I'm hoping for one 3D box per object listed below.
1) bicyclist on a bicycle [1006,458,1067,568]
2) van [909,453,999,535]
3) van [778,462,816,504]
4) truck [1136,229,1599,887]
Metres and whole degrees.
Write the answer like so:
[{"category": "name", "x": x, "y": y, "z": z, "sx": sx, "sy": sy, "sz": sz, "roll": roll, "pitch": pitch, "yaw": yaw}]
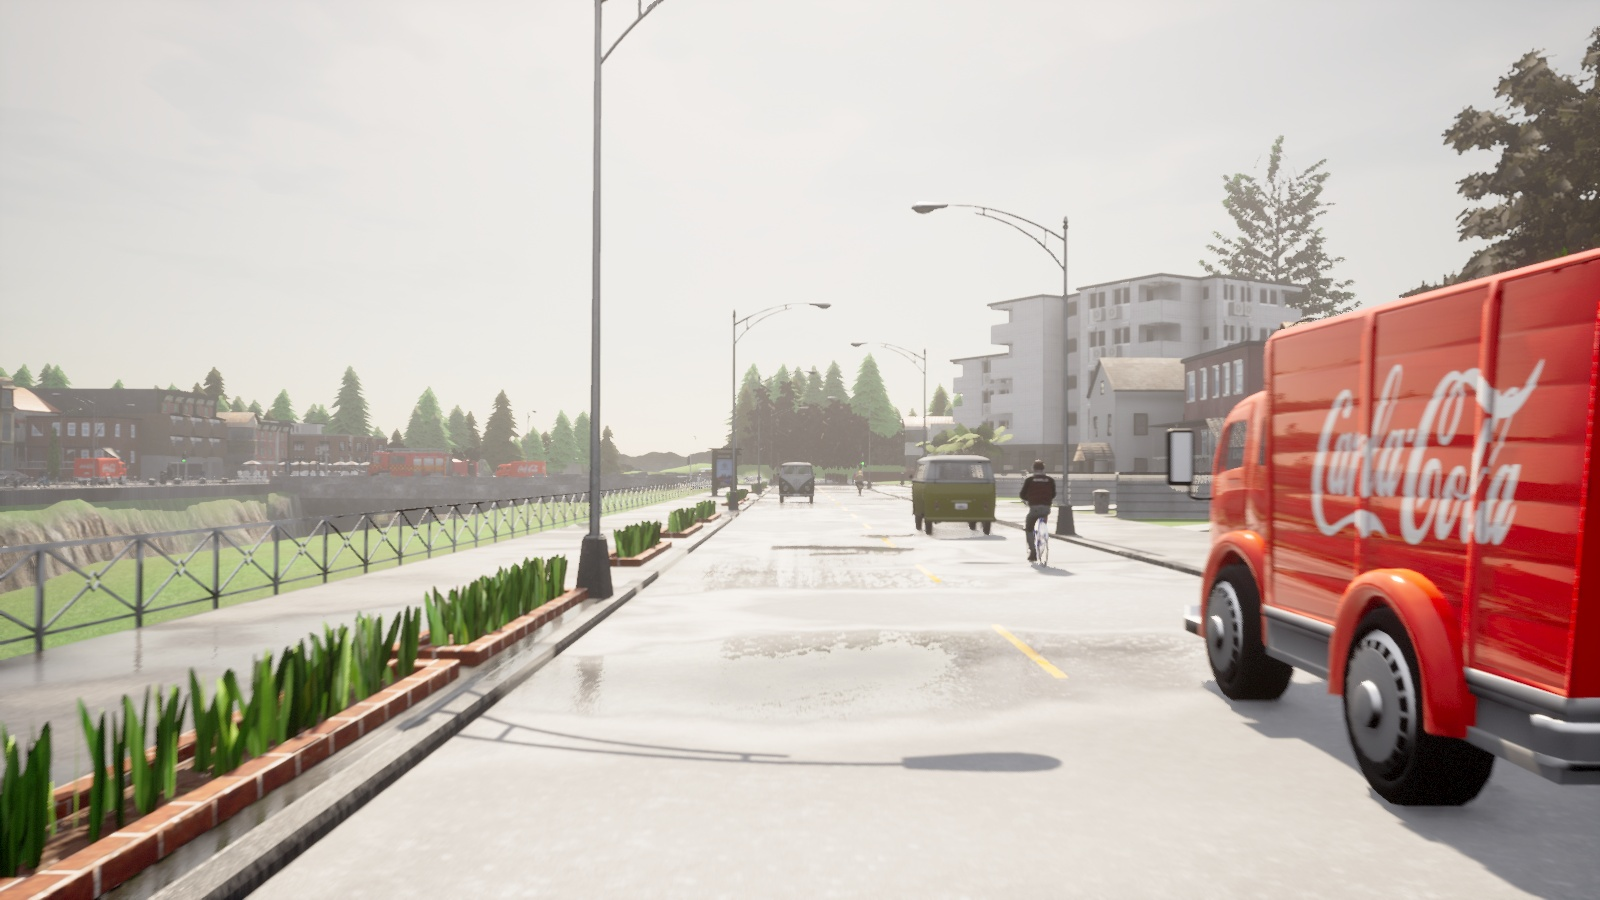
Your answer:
[{"category": "bicyclist on a bicycle", "x": 3.947, "y": 1.022, "z": 21.087, "sx": 0.659, "sy": 1.776, "sz": 1.843, "roll": 0, "pitch": -1, "yaw": 0}, {"category": "van", "x": 3.921, "y": 1.099, "z": 32.699, "sx": 1.775, "sy": 1.987, "sz": 4.442, "roll": 0, "pitch": -1, "yaw": 0}, {"category": "van", "x": -0.150, "y": 1.605, "z": 61.959, "sx": 1.775, "sy": 1.987, "sz": 4.442, "roll": 0, "pitch": -1, "yaw": 0}, {"category": "truck", "x": 3.980, "y": 0.436, "z": 7.321, "sx": 2.627, "sy": 2.467, "sz": 5.204, "roll": 0, "pitch": -1, "yaw": 0}]
